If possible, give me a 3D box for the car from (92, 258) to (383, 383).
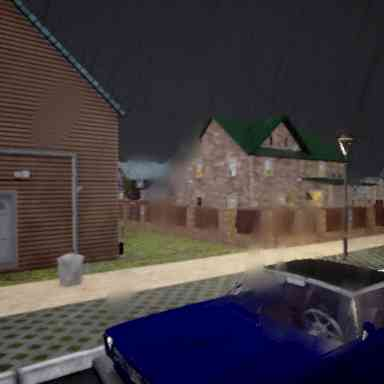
[{"bbox_3d":[1.336,1.611,4.011,4.718,1.301,1.895,0,0,-35],"label":"car"}]
